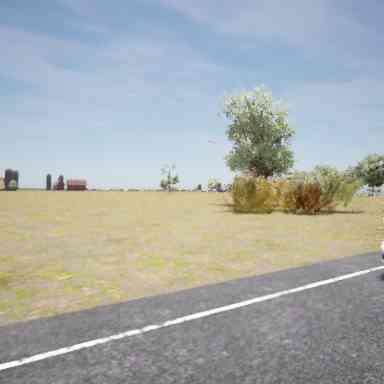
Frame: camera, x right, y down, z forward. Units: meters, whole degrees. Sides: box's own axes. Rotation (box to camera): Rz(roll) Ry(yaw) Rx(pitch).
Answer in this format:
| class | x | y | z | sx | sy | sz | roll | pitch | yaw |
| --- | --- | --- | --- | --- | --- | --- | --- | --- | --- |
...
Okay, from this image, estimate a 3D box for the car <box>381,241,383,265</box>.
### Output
| class | x | y | z | sx | sy | sz | roll | pitch | yaw |
| --- | --- | --- | --- | --- | --- | --- | --- | --- | --- |
| car | 7.610 | 1.277 | 9.416 | 5.566 | 2.045 | 2.150 | 0 | 0 | -35 |
